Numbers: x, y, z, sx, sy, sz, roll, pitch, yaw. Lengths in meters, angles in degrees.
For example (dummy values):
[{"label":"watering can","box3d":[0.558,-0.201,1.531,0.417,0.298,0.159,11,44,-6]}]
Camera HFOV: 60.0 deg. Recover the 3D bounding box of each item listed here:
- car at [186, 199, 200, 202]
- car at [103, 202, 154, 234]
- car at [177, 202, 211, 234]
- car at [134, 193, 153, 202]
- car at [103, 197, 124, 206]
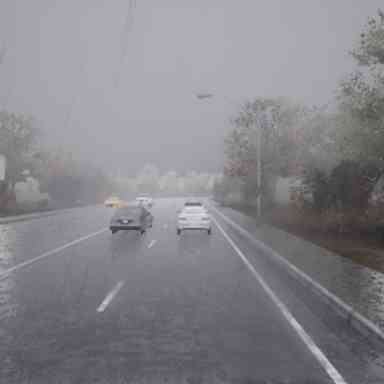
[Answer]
[{"label":"car","box3d":[0.109,1.472,37.063,1.882,1.535,5.008,0,0,0]},{"label":"car","box3d":[-3.393,1.544,19.354,2.033,1.411,5.357,0,0,0]},{"label":"car","box3d":[0.107,1.523,19.209,1.812,1.442,4.674,0,0,0]},{"label":"car","box3d":[-7.057,1.216,48.833,2.150,2.045,5.566,0,0,0]},{"label":"car","box3d":[-10.566,1.470,44.968,1.882,1.535,5.008,0,0,0]}]
